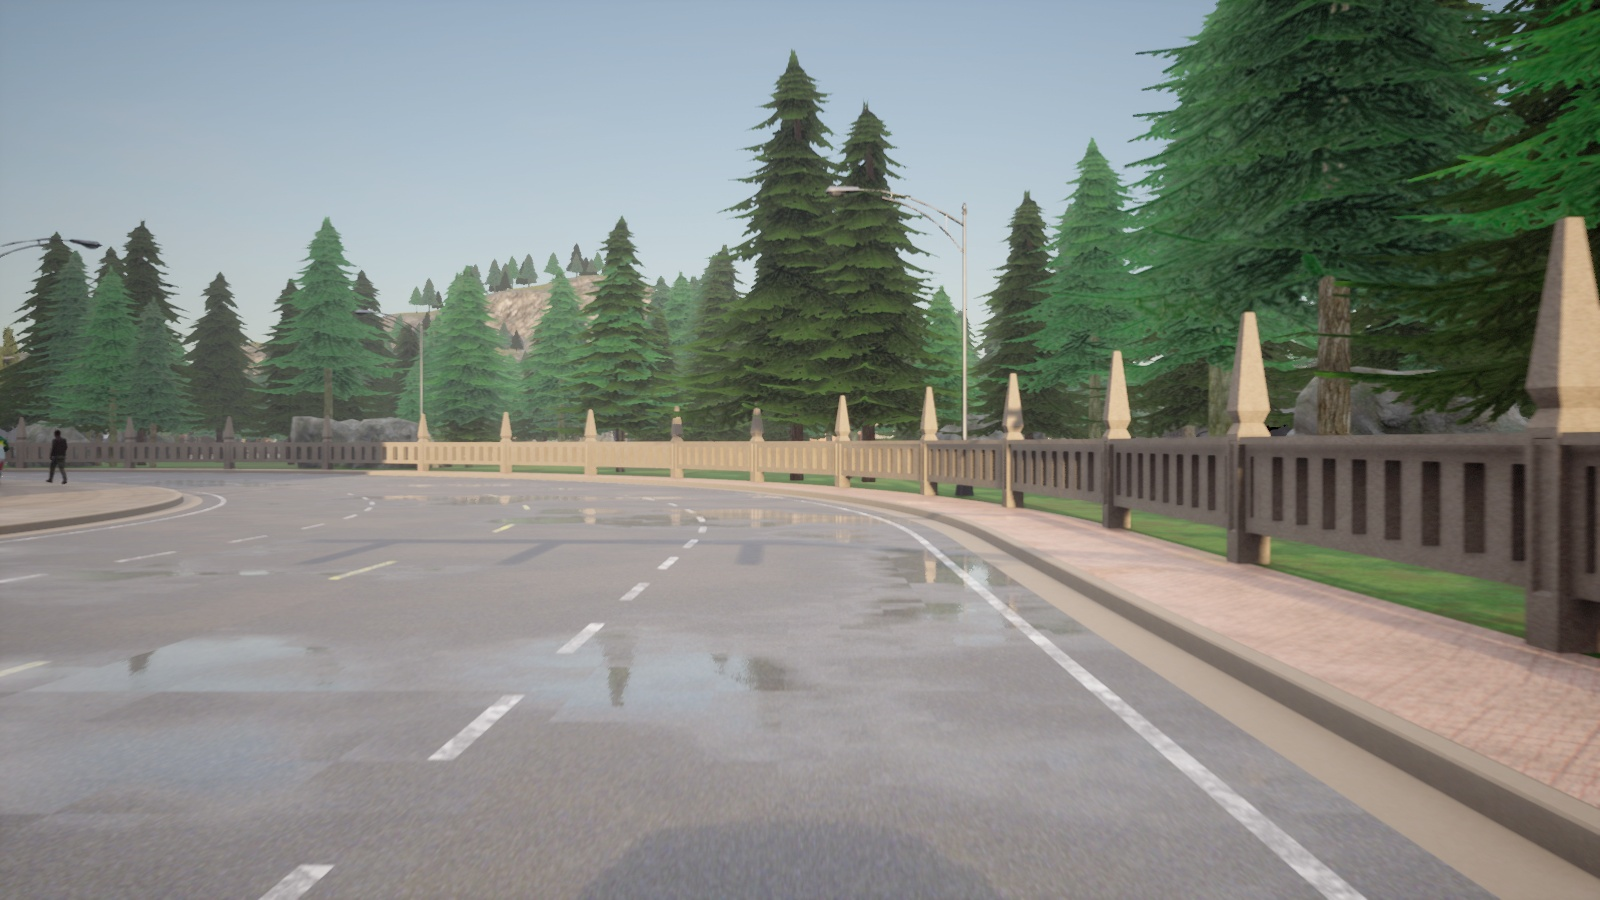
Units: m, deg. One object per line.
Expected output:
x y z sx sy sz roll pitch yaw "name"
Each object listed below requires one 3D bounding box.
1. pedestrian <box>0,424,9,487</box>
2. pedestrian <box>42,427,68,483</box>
-25.436 0.169 39.568 0.873 1.952 0.659 0 0 41 "pedestrian"
-24.437 0.156 41.186 0.703 1.840 0.431 0 0 28 "pedestrian"
